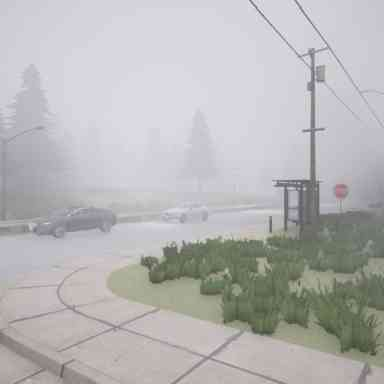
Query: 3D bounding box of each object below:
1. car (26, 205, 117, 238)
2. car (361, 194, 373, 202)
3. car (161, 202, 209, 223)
[{"bbox_3d":[-6.252,1.492,17.836,2.128,1.511,4.902,0,0,36],"label":"car"},{"bbox_3d":[40.341,1.356,76.524,2.097,1.767,4.553,0,0,36],"label":"car"},{"bbox_3d":[-0.405,1.527,25.908,1.812,1.442,4.674,0,0,36],"label":"car"}]
